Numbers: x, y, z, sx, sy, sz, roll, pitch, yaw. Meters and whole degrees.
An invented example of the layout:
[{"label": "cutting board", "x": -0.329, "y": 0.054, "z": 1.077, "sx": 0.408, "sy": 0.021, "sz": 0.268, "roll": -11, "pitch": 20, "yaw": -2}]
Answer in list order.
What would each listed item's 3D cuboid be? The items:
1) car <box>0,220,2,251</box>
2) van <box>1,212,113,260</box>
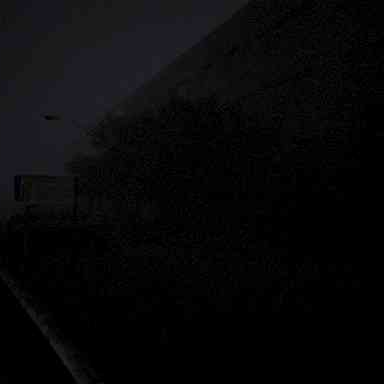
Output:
[{"label": "car", "x": -7.480, "y": 2.316, "z": 17.085, "sx": 4.792, "sy": 1.488, "sz": 2.163, "roll": 2, "pitch": -5, "yaw": -36}, {"label": "van", "x": -5.772, "y": 1.904, "z": 14.906, "sx": 4.442, "sy": 1.987, "sz": 1.878, "roll": 2, "pitch": -5, "yaw": -36}]
